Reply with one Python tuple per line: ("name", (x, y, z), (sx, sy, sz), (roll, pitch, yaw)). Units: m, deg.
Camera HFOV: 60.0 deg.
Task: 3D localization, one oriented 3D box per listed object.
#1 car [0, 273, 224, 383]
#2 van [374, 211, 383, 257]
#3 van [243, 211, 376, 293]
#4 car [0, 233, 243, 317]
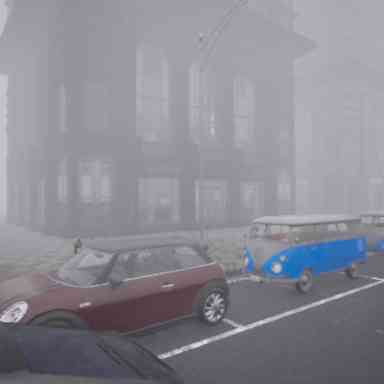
("car", (-1.921, 1.614, 1.750), (4.181, 1.385, 1.994), (1, -1, -37))
("van", (7.633, 1.575, 12.506), (3.998, 1.788, 1.690), (1, -2, -37))
("van", (3.150, 1.522, 9.090), (3.998, 1.788, 1.690), (1, -2, -37))
("car", (-1.332, 1.569, 5.671), (4.097, 1.590, 1.967), (1, -2, -37))
